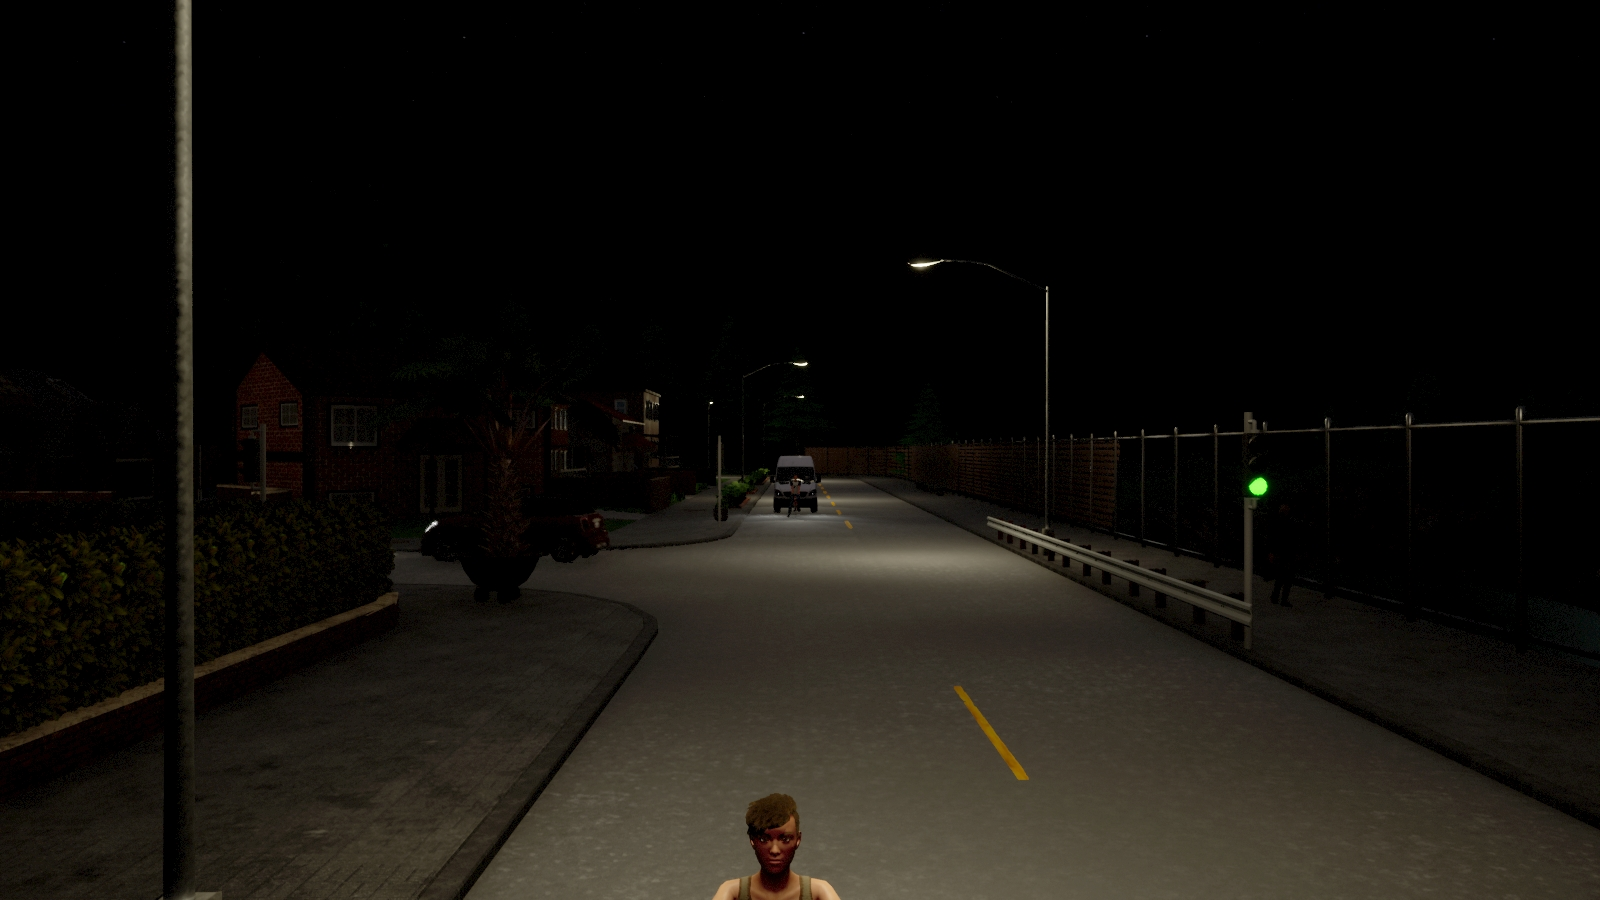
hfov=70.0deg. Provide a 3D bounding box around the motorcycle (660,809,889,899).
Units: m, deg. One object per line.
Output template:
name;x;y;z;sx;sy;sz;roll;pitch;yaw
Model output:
motorcycle;-0.084;2.157;3.590;0.764;1.307;2.356;0;0;-1

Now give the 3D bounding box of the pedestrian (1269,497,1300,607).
pedestrian;8.327;1.752;19.653;0.375;1.860;0.375;0;0;1

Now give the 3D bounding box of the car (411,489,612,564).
car;-7.306;1.916;29.219;4.553;1.767;2.097;0;0;5
